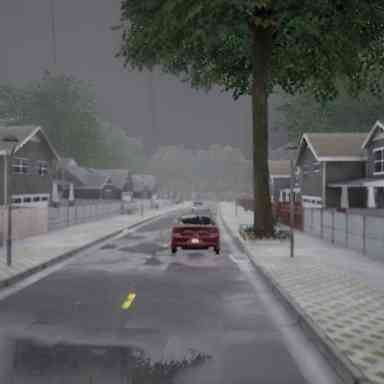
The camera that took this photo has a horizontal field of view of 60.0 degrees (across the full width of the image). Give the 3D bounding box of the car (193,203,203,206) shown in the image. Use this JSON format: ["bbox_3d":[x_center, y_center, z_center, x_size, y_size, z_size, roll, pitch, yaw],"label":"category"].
[{"bbox_3d":[0.798,1.900,28.995,1.895,1.301,4.718,0,-1,3],"label":"car"}]

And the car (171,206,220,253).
[{"bbox_3d":[0.190,1.619,14.427,1.882,1.535,5.008,0,0,2],"label":"car"}]

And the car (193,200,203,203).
[{"bbox_3d":[1.316,2.371,70.862,1.895,1.301,4.718,0,-1,5],"label":"car"}]
